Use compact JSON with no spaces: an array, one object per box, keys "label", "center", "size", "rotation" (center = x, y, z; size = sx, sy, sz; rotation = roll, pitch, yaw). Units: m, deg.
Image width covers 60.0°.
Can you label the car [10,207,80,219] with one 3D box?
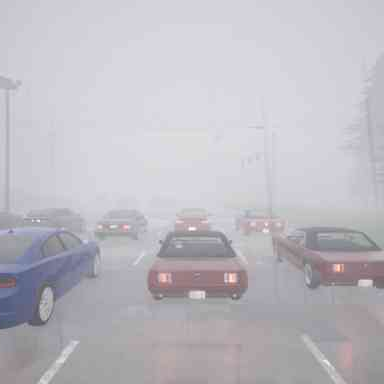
[{"label":"car","center":[-6.933,1.505,16.935],"size":[1.837,1.490,4.892],"rotation":[0,0,0]}]

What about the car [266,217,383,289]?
[{"label":"car","center":[3.593,1.601,9.127],"size":[1.895,1.301,4.718],"rotation":[0,0,0]}]

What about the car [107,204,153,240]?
[{"label":"car","center":[-3.427,1.547,16.888],"size":[2.033,1.411,5.357],"rotation":[0,0,0]}]

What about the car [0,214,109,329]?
[{"label":"car","center":[-3.406,1.478,7.077],"size":[1.882,1.535,5.008],"rotation":[0,0,0]}]

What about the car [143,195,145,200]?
[{"label":"car","center":[-11.497,1.525,84.035],"size":[2.128,1.511,4.902],"rotation":[0,0,-30]}]

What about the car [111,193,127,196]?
[{"label":"car","center":[-14.146,1.223,63.851],"size":[2.150,2.045,5.566],"rotation":[0,0,-20]}]

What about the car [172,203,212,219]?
[{"label":"car","center":[0.055,1.526,17.438],"size":[1.812,1.442,4.674],"rotation":[0,0,1]}]

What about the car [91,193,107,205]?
[{"label":"car","center":[-16.639,1.222,60.432],"size":[2.150,2.045,5.566],"rotation":[1,0,-18]}]

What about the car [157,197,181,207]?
[{"label":"car","center":[-3.046,1.525,49.676],"size":[1.812,1.442,4.674],"rotation":[0,0,17]}]

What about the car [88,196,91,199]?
[{"label":"car","center":[-25.237,1.225,90.074],"size":[5.566,2.045,2.150],"rotation":[0,0,42]}]

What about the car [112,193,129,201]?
[{"label":"car","center":[-19.151,1.225,88.719],"size":[2.150,2.045,5.566],"rotation":[0,0,-41]}]

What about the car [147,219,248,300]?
[{"label":"car","center":[0.093,1.601,8.335],"size":[1.895,1.301,4.718],"rotation":[0,0,0]}]

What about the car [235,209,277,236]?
[{"label":"car","center":[3.544,1.601,18.295],"size":[1.895,1.301,4.718],"rotation":[0,0,-1]}]

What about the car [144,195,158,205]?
[{"label":"car","center":[-5.783,1.507,54.097],"size":[1.837,1.490,4.892],"rotation":[2,1,8]}]

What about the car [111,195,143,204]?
[{"label":"car","center":[-9.855,1.547,50.675],"size":[2.033,1.411,5.357],"rotation":[0,0,16]}]

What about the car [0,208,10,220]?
[{"label":"car","center":[-10.434,1.492,16.919],"size":[2.128,1.511,4.902],"rotation":[0,0,0]}]
